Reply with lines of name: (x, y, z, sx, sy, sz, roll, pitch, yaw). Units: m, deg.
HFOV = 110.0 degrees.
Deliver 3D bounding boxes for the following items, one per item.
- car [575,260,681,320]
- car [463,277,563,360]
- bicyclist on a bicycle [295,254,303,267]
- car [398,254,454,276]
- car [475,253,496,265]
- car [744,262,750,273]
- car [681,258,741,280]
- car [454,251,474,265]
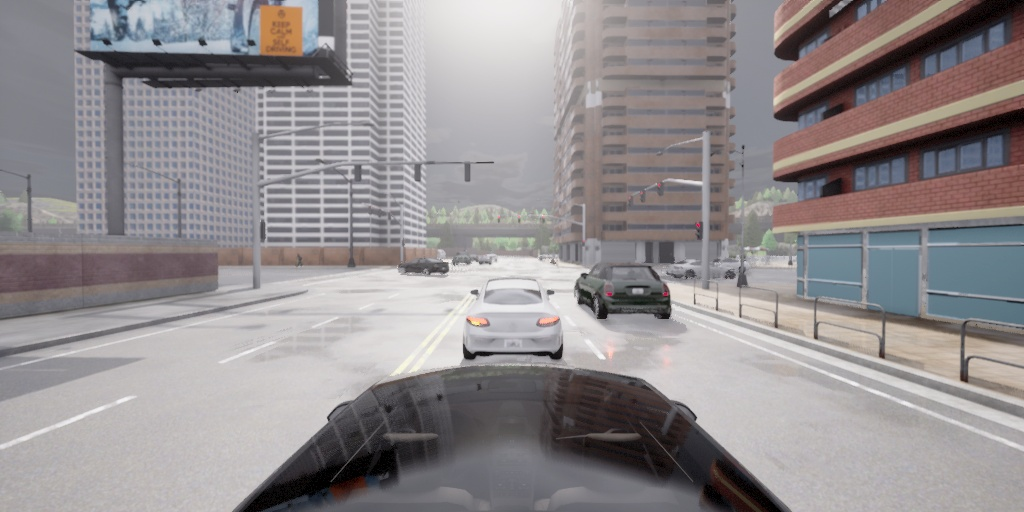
car: (3.495, 0.973, 12.108, 2.097, 1.767, 4.553, 0, 1, 0)
car: (0.014, 1.197, 8.014, 1.812, 1.442, 4.674, 0, 1, 0)
bicyclist on a bicycle: (-25.994, 0.529, 43.759, 0.582, 1.620, 1.656, 0, 1, 0)
car: (-7.715, 0.864, 31.010, 5.008, 1.535, 1.882, 0, 0, 34)
car: (-4.003, 0.644, 54.305, 2.033, 1.411, 5.357, 0, 1, 0)
car: (19.371, 0.885, 33.100, 4.674, 1.442, 1.812, 0, 1, 0)
car: (13.694, 0.974, 25.939, 4.674, 1.442, 1.812, 0, 0, -1)
car: (-7.504, 0.318, 54.225, 2.150, 2.045, 5.566, 0, 1, 0)
